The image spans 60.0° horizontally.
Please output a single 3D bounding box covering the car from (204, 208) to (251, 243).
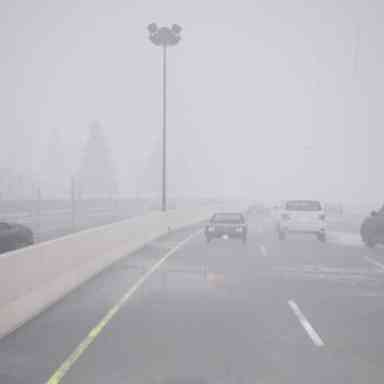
[{"bbox_3d":[1.857,1.681,16.686,1.895,1.301,4.718,0,0,10],"label":"car"}]

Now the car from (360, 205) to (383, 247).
[{"bbox_3d":[8.170,1.312,12.230,2.150,2.045,5.566,0,0,8],"label":"car"}]

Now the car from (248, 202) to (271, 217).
[{"bbox_3d":[6.771,1.701,33.664,1.812,1.442,4.674,0,0,21],"label":"car"}]

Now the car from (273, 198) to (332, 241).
[{"bbox_3d":[5.613,1.323,17.704,2.150,2.045,5.566,0,0,11],"label":"car"}]

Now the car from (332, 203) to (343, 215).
[{"bbox_3d":[15.648,1.830,36.719,1.895,1.301,4.718,0,0,25],"label":"car"}]

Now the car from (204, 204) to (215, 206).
[{"bbox_3d":[2.984,1.779,50.692,2.033,1.411,5.357,0,0,29],"label":"car"}]
